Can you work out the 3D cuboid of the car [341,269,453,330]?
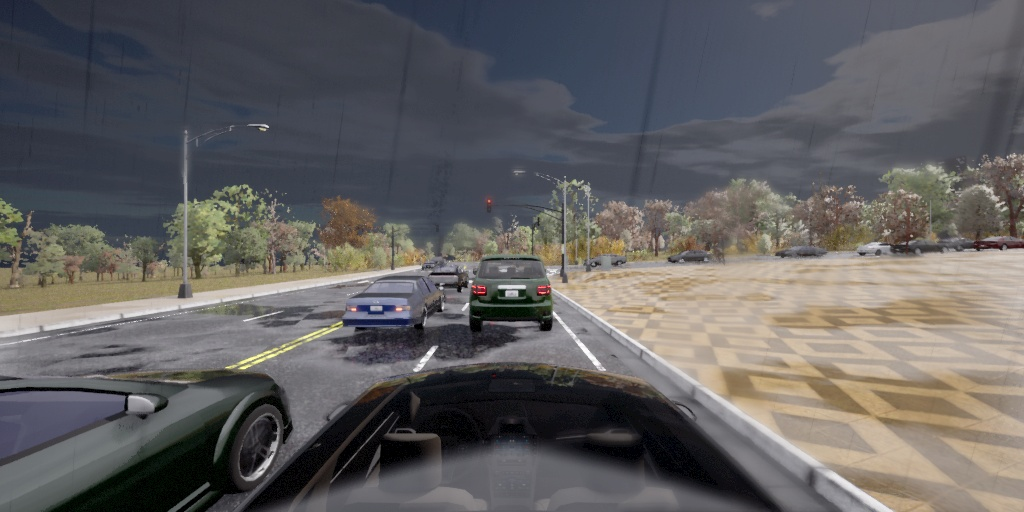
[{"bbox_3d":[-3.308,1.303,11.092,2.033,1.411,5.357,0,0,-1],"label":"car"}]

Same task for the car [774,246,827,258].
[{"bbox_3d":[34.031,-0.492,42.266,5.357,1.411,2.033,-3,0,-5],"label":"car"}]

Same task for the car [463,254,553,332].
[{"bbox_3d":[-0.060,0.977,11.089,2.150,2.045,5.566,0,0,-1],"label":"car"}]

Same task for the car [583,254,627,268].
[{"bbox_3d":[10.551,0.519,40.769,4.902,1.511,2.128,-3,0,-3],"label":"car"}]

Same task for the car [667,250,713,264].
[{"bbox_3d":[20.436,0.080,41.283,4.892,1.490,1.837,-3,0,-3],"label":"car"}]

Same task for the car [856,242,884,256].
[{"bbox_3d":[40.587,-0.804,39.485,4.674,1.442,1.812,-3,0,-6],"label":"car"}]

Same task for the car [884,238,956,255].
[{"bbox_3d":[41.249,-0.877,36.286,5.008,1.535,1.882,-3,0,-5],"label":"car"}]

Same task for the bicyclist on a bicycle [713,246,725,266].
[{"bbox_3d":[17.409,0.005,30.187,0.582,1.620,1.656,-2,0,-3],"label":"bicyclist on a bicycle"}]

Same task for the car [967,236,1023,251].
[{"bbox_3d":[51.168,-1.314,37.416,5.008,1.535,1.882,-3,0,-7],"label":"car"}]

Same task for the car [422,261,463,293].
[{"bbox_3d":[-3.617,1.257,20.839,2.128,1.511,4.902,0,0,0],"label":"car"}]

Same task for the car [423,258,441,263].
[{"bbox_3d":[-12.527,1.407,54.823,1.994,1.385,4.181,0,0,-5],"label":"car"}]

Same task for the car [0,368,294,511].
[{"bbox_3d":[-3.173,1.314,1.870,1.994,1.385,4.181,0,0,0],"label":"car"}]
